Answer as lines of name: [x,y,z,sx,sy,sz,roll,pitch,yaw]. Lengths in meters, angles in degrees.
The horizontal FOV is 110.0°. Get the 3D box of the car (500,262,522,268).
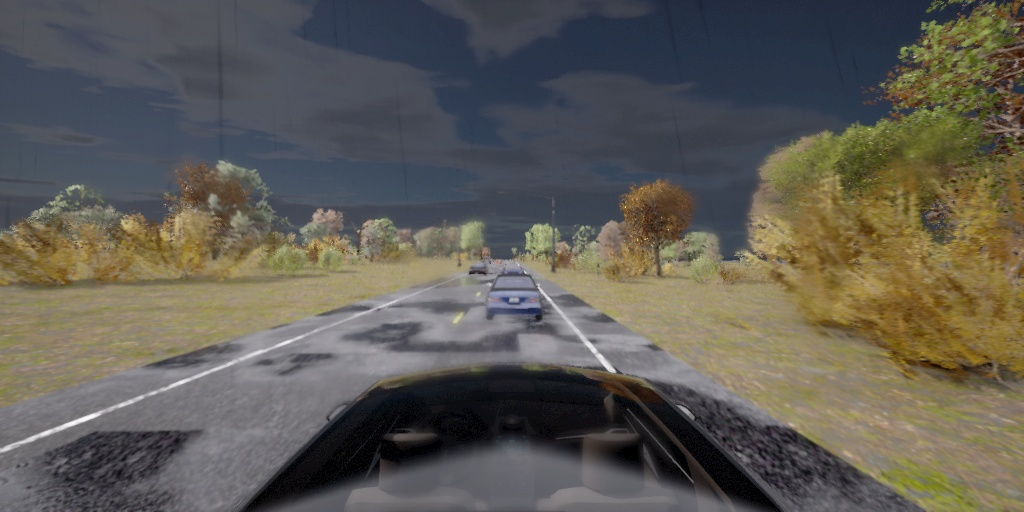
car: [0.090,1.435,31.468,1.895,1.301,4.718,0,0,0]

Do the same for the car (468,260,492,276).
car: [-3.601,1.408,39.310,2.033,1.411,5.357,0,0,0]

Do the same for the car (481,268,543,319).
car: [0.083,1.329,12.943,2.033,1.411,5.357,0,0,0]
